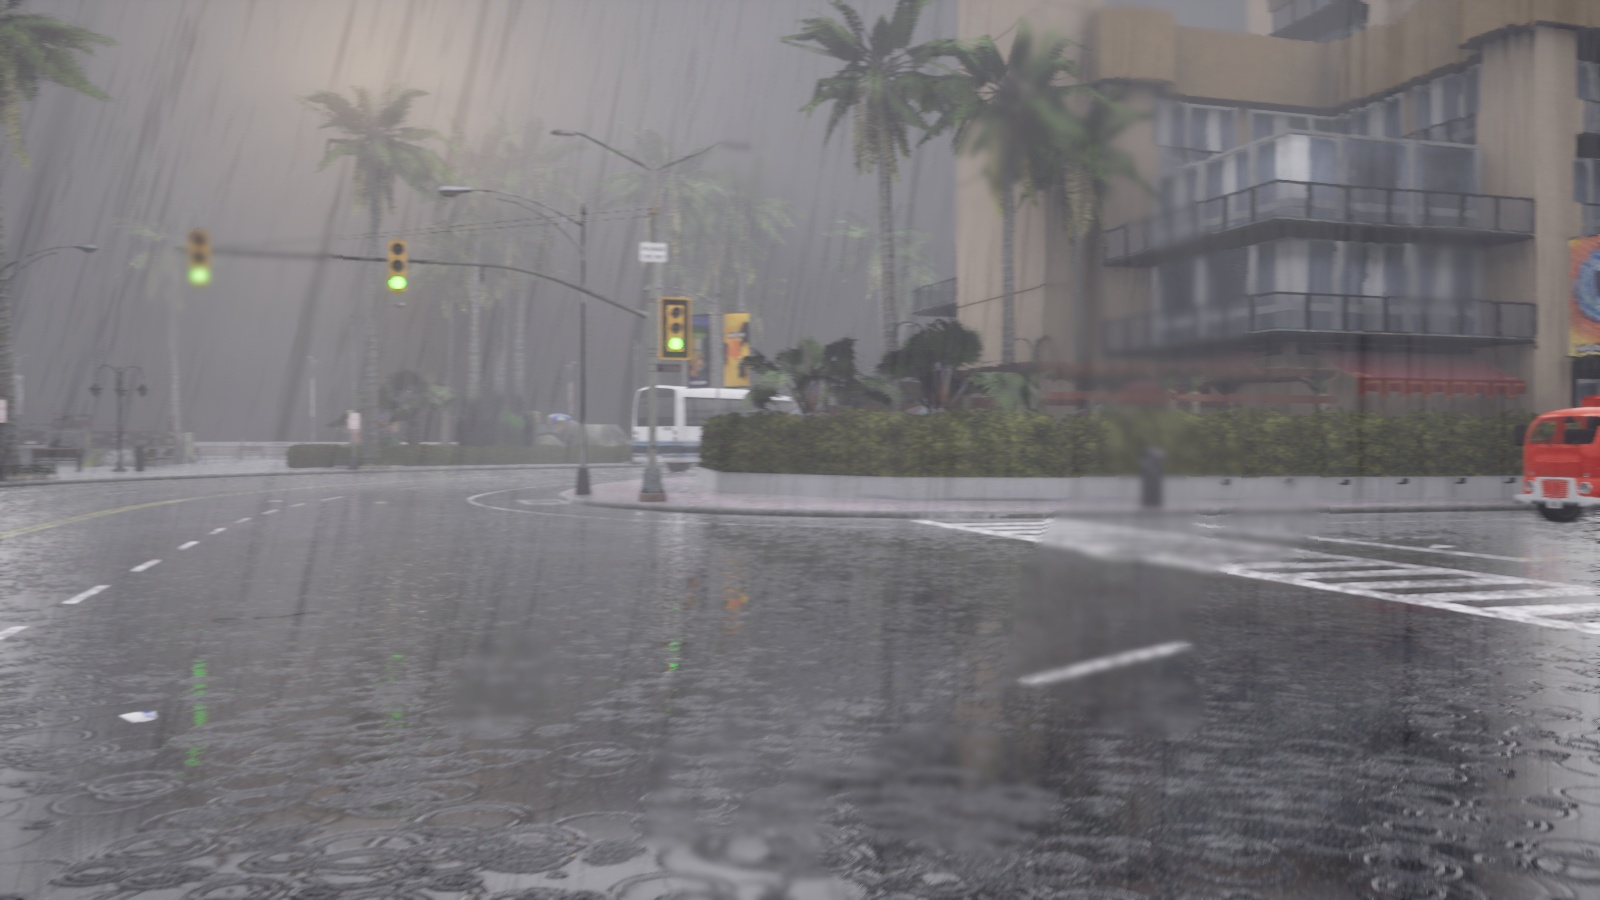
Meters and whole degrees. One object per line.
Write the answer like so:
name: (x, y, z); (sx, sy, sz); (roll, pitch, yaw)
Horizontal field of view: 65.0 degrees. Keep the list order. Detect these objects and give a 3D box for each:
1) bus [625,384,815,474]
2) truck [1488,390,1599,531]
bus: (-3.919, -1.019, 64.838); (3.944, 4.253, 10.273); (0, 0, 38)
truck: (16.221, 0.185, 23.877); (5.204, 2.467, 2.627); (0, 0, -17)
